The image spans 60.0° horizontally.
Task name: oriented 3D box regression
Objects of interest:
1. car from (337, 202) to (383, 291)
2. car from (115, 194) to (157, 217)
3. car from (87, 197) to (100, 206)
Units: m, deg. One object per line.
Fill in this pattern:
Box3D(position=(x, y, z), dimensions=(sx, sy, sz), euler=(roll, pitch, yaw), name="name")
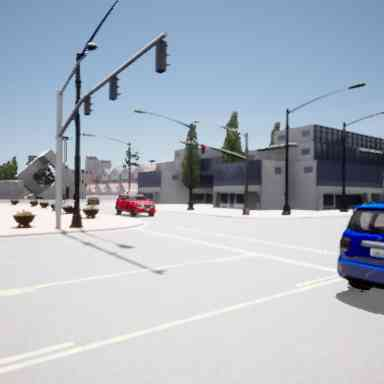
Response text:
Box3D(position=(5.696, 1.248, 7.818), dimensions=(5.566, 2.045, 2.150), euler=(0, 0, -35), name="car")
Box3D(position=(-5.485, 1.232, 31.845), dimensions=(2.150, 2.045, 5.566), euler=(1, 0, -35), name="car")
Box3D(position=(-16.985, 1.522, 57.456), dimensions=(1.882, 1.535, 5.008), euler=(1, 0, -20), name="car")
